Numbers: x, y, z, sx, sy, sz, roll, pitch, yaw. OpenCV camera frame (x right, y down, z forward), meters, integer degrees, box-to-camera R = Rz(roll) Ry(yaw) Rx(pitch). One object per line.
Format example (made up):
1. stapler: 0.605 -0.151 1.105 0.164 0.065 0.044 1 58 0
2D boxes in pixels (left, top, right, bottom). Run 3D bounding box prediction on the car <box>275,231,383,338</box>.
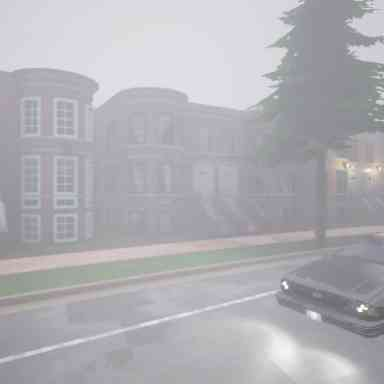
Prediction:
1. car: 4.149 1.538 6.612 5.357 1.411 2.033 0 0 -32
